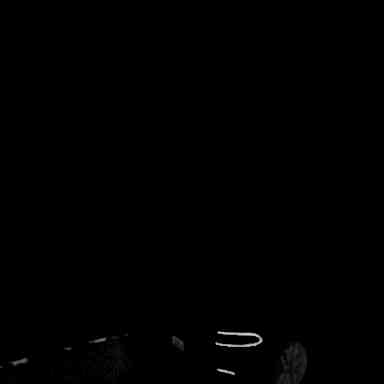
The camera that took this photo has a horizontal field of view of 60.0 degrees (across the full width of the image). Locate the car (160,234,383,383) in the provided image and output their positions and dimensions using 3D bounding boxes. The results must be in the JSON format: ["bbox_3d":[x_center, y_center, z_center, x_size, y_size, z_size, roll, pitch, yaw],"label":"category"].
[{"bbox_3d":[1.866,1.495,5.334,5.008,1.535,1.882,0,0,-36],"label":"car"}]
